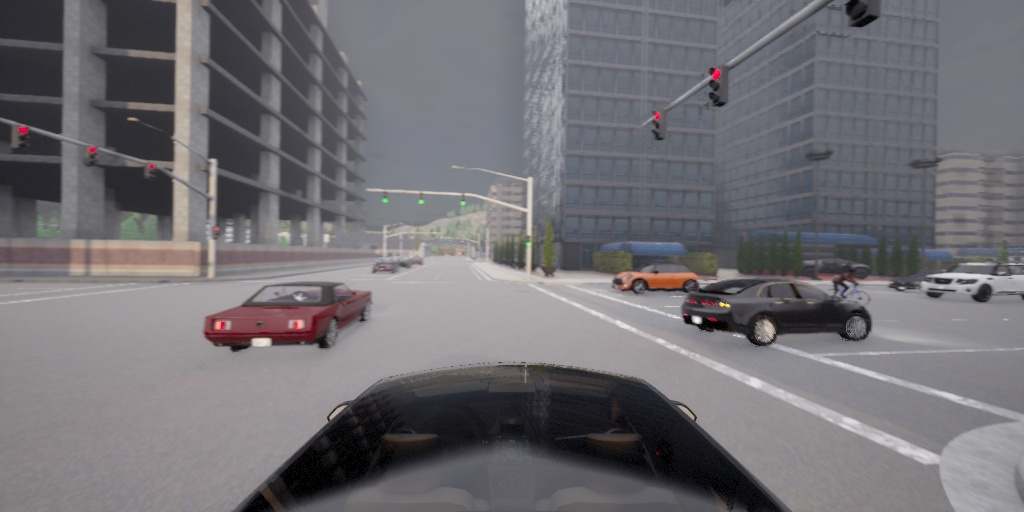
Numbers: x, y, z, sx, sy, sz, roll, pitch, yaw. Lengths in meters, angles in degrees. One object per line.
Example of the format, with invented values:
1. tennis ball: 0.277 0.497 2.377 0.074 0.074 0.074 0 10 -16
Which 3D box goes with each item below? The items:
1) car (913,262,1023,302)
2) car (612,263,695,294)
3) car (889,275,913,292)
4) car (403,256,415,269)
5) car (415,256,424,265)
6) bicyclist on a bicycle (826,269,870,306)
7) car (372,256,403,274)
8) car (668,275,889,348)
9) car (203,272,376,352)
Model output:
1. car: 25.572 1.362 19.477 5.566 2.045 2.150 1 0 -8
2. car: 8.039 1.184 20.326 4.553 1.767 2.097 1 0 -9
3. car: 27.594 1.711 23.328 5.357 1.411 2.033 1 0 -9
4. car: -13.908 0.965 45.594 1.895 1.301 4.718 1 0 -8
5. car: -16.005 0.758 60.373 1.882 1.535 5.008 1 0 -8
6. bicyclist on a bicycle: 15.361 1.425 16.419 0.582 1.620 1.656 1 1 -21
7. car: -12.455 0.986 35.595 1.994 1.385 4.181 1 0 -8
8. car: 6.868 1.351 9.363 4.892 1.490 1.837 1 -2 -14
9. car: -4.788 1.245 8.612 1.895 1.301 4.718 1 0 -8
